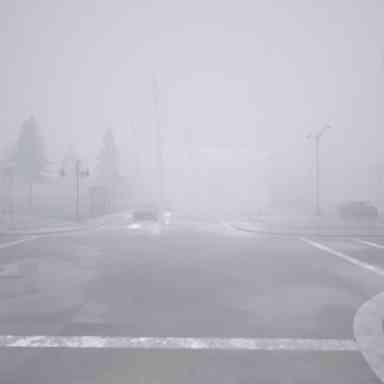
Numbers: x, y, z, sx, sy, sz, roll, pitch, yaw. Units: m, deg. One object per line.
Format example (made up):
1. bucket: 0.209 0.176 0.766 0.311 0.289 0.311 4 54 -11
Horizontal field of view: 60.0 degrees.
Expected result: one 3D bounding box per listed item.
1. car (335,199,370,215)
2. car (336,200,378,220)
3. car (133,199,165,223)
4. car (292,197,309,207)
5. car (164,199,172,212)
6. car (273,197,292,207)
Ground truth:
1. car: 17.029 1.567 35.515 1.970 1.475 3.806 0 0 0
2. car: 13.971 1.518 28.126 1.845 1.501 3.633 0 0 0
3. car: -3.584 1.618 27.398 1.882 1.535 5.008 0 0 0
4. car: 17.370 1.608 54.179 2.152 1.636 5.027 0 0 0
5. car: -3.566 1.712 42.795 2.128 1.511 4.902 0 0 0
6. car: 14.233 1.617 54.159 2.007 1.523 4.514 0 0 0
